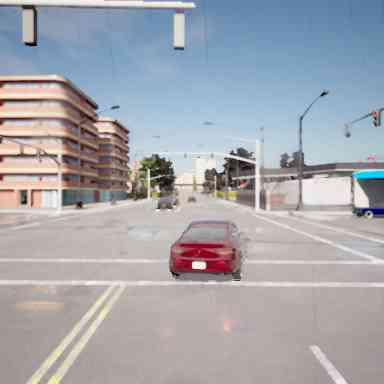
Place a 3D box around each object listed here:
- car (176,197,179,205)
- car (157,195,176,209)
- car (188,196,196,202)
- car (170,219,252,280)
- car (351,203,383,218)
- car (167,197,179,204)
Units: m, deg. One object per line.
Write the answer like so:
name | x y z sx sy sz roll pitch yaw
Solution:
car | -3.571 1.342 54.440 2.097 1.767 4.553 0 0 0
car | -3.596 1.497 44.675 1.837 1.490 4.892 0 0 0
car | -0.003 1.527 73.319 2.033 1.411 5.357 0 0 0
car | 0.669 1.524 9.927 1.812 1.442 4.674 0 0 13
car | 16.534 1.596 28.952 4.718 1.301 1.895 0 0 1
car | -3.527 1.589 63.284 1.895 1.301 4.718 0 0 1
